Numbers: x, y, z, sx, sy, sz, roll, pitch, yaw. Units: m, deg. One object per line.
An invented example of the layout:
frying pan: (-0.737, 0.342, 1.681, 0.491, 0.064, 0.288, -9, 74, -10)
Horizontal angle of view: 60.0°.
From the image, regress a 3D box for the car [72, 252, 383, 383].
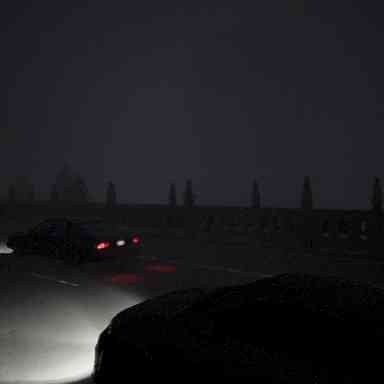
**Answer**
car: (0.949, 1.564, 3.316, 4.181, 1.385, 1.994, 0, 0, 36)

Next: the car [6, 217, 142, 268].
car: (-4.135, 1.549, 11.242, 5.357, 1.411, 2.033, 0, 0, 35)
